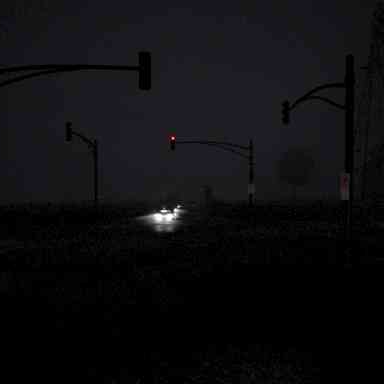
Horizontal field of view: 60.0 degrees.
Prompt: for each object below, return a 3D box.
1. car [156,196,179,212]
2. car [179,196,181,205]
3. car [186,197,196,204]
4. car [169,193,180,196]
[{"bbox_3d":[-2.961,1.486,37.661,2.128,1.511,4.902,0,0,-1],"label":"car"},{"bbox_3d":[-3.013,1.596,47.477,1.895,1.301,4.718,0,0,0],"label":"car"},{"bbox_3d":[-0.153,1.598,63.980,1.895,1.301,4.718,0,0,0],"label":"car"},{"bbox_3d":[-3.060,1.218,57.828,2.150,2.045,5.566,0,0,0],"label":"car"}]
